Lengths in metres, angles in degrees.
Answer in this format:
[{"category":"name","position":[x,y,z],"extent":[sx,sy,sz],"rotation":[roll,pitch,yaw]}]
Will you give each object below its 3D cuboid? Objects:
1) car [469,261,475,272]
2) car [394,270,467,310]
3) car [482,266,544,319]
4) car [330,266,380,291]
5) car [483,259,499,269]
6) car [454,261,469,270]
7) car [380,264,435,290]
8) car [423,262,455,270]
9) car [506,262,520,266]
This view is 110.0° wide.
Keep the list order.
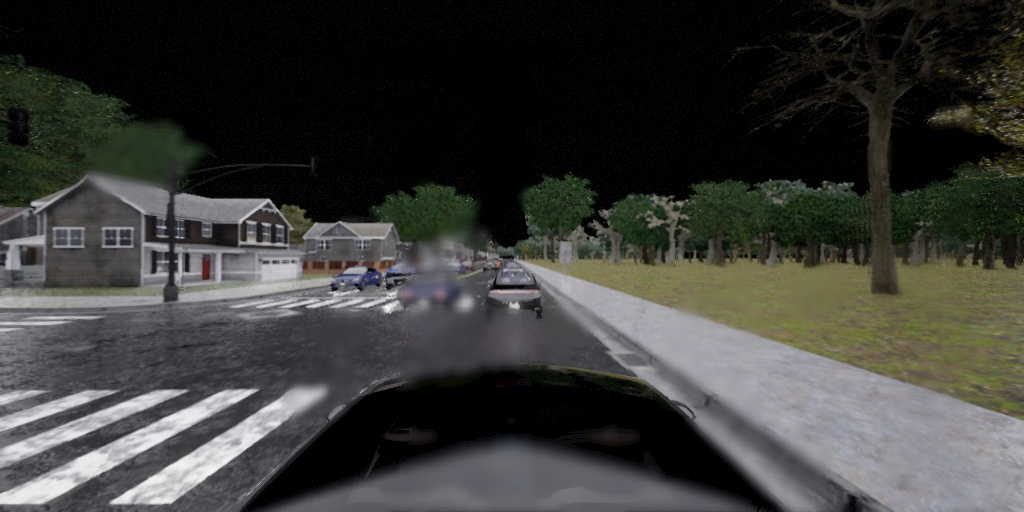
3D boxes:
[{"category":"car","position":[-6.541,1.466,52.525],"extent":[1.882,1.535,5.008],"rotation":[0,0,1]},{"category":"car","position":[-3.150,1.419,15.076],"extent":[1.895,1.301,4.718],"rotation":[0,0,0]},{"category":"car","position":[0.103,1.300,13.102],"extent":[2.128,1.511,4.902],"rotation":[0,0,0]},{"category":"car","position":[-9.827,1.381,23.103],"extent":[1.812,1.442,4.674],"rotation":[0,0,0]},{"category":"car","position":[-3.243,1.518,53.291],"extent":[1.812,1.442,4.674],"rotation":[0,0,0]},{"category":"car","position":[-6.547,1.467,42.034],"extent":[1.812,1.442,4.674],"rotation":[0,0,0]},{"category":"car","position":[-6.594,1.420,23.119],"extent":[1.994,1.385,4.181],"rotation":[0,0,0]},{"category":"car","position":[-6.589,1.496,31.871],"extent":[1.895,1.301,4.718],"rotation":[0,0,0]},{"category":"car","position":[0.104,1.510,34.892],"extent":[1.895,1.301,4.718],"rotation":[0,0,0]}]
